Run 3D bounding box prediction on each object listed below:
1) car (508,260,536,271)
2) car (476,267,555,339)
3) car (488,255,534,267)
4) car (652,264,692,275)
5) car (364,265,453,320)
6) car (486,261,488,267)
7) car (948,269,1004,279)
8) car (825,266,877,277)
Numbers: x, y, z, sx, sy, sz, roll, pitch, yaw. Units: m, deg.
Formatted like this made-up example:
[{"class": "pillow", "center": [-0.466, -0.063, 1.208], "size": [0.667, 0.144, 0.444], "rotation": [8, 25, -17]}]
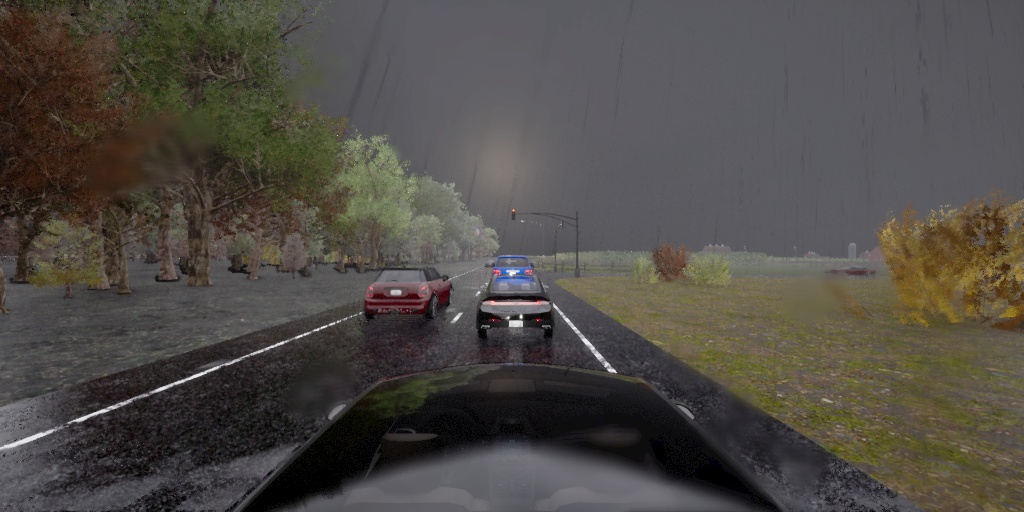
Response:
[{"class": "car", "center": [1.325, 1.279, 50.511], "size": [1.812, 1.442, 4.674], "rotation": [-1, 0, -30]}, {"class": "car", "center": [0.074, 1.244, 10.128], "size": [2.128, 1.511, 4.902], "rotation": [0, 0, 0]}, {"class": "car", "center": [0.037, 0.977, 20.045], "size": [2.150, 2.045, 5.566], "rotation": [0, 0, 0]}, {"class": "car", "center": [19.228, 1.521, 43.325], "size": [4.892, 1.490, 1.837], "rotation": [-1, -1, 0]}, {"class": "car", "center": [-3.439, 1.105, 12.738], "size": [2.097, 1.767, 4.553], "rotation": [0, 0, 0]}, {"class": "car", "center": [-3.629, 1.321, 64.620], "size": [1.994, 1.385, 4.181], "rotation": [0, 0, 0]}, {"class": "car", "center": [51.211, 1.835, 39.663], "size": [4.674, 1.442, 1.812], "rotation": [1, -1, 1]}, {"class": "car", "center": [40.847, 1.858, 43.293], "size": [4.718, 1.301, 1.895], "rotation": [1, -1, 0]}]
